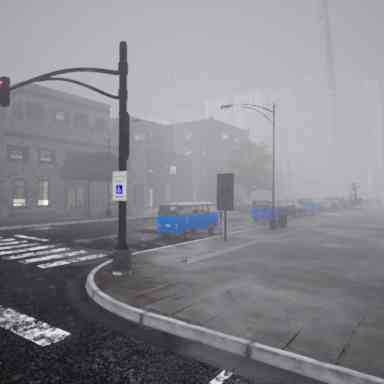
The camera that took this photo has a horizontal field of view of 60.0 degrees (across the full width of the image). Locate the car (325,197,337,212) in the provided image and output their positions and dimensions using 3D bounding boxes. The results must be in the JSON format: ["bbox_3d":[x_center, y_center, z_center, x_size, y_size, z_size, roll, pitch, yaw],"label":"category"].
[{"bbox_3d":[15.876,1.670,40.377,1.752,1.417,4.829,0,0,35],"label":"car"}]

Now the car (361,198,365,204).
[{"bbox_3d":[28.579,1.746,58.447,1.752,1.417,4.829,0,0,35],"label":"car"}]

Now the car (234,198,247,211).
[{"bbox_3d":[5.759,1.504,40.556,1.967,1.590,4.097,0,0,35],"label":"car"}]

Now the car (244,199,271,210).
[{"bbox_3d":[8.933,1.626,45.073,1.887,1.381,4.507,0,0,35],"label":"car"}]

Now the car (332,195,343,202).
[{"bbox_3d":[37.513,1.710,85.727,1.967,1.590,4.097,0,0,35],"label":"car"}]

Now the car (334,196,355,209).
[{"bbox_3d":[22.131,1.496,49.273,2.192,1.841,5.009,0,0,35],"label":"car"}]

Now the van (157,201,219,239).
[{"bbox_3d":[-0.098,1.405,17.652,1.690,1.788,3.998,0,0,35],"label":"van"}]

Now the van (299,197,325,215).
[{"bbox_3d":[12.604,1.467,35.721,1.690,1.788,3.998,0,0,35],"label":"van"}]

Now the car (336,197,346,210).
[{"bbox_3d":[18.953,1.728,44.755,1.947,1.339,4.313,0,0,35],"label":"car"}]

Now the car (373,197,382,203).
[{"bbox_3d":[44.359,1.898,80.893,1.947,1.339,4.313,0,0,35],"label":"car"}]

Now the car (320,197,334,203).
[{"bbox_3d":[31.161,1.789,76.693,1.947,1.339,4.313,0,0,35],"label":"car"}]

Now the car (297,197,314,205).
[{"bbox_3d":[21.635,1.703,63.141,1.887,1.381,4.507,0,0,35],"label":"car"}]

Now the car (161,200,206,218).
[{"bbox_3d":[-0.691,1.556,31.381,1.752,1.417,4.829,0,0,35],"label":"car"}]

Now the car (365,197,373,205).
[{"bbox_3d":[34.832,1.808,67.342,1.887,1.381,4.507,0,0,35],"label":"car"}]

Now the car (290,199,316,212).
[{"bbox_3d":[14.299,1.691,42.627,1.994,1.385,4.181,1,0,35],"label":"car"}]

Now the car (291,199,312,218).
[{"bbox_3d":[9.427,1.654,31.203,1.887,1.381,4.507,0,0,35],"label":"car"}]

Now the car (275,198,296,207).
[{"bbox_3d":[15.284,1.663,54.107,1.887,1.381,4.507,0,0,35],"label":"car"}]

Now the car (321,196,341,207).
[{"bbox_3d":[22.979,1.532,54.976,2.097,1.767,4.553,1,0,35],"label":"car"}]

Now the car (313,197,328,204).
[{"bbox_3d":[27.888,1.726,72.036,1.752,1.417,4.829,0,0,35],"label":"car"}]

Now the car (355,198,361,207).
[{"bbox_3d":[25.307,1.515,53.791,2.192,1.841,5.009,0,0,35],"label":"car"}]

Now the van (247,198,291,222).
[{"bbox_3d":[6.253,1.434,26.687,1.690,1.788,3.998,0,0,35],"label":"van"}]
